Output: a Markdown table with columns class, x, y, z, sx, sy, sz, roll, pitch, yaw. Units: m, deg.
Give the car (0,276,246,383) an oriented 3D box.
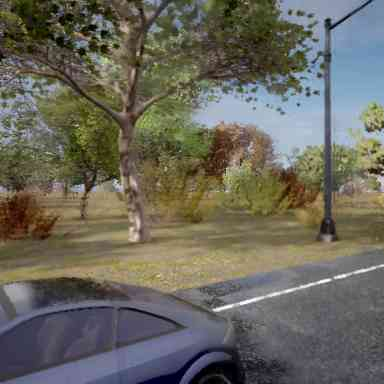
| class | x | y | z | sx | sy | sz | roll | pitch | yaw |
| --- | --- | --- | --- | --- | --- | --- | --- | --- | --- |
| car | -1.518 | 1.566 | 2.923 | 4.181 | 1.385 | 1.994 | 0 | 0 | -36 |
